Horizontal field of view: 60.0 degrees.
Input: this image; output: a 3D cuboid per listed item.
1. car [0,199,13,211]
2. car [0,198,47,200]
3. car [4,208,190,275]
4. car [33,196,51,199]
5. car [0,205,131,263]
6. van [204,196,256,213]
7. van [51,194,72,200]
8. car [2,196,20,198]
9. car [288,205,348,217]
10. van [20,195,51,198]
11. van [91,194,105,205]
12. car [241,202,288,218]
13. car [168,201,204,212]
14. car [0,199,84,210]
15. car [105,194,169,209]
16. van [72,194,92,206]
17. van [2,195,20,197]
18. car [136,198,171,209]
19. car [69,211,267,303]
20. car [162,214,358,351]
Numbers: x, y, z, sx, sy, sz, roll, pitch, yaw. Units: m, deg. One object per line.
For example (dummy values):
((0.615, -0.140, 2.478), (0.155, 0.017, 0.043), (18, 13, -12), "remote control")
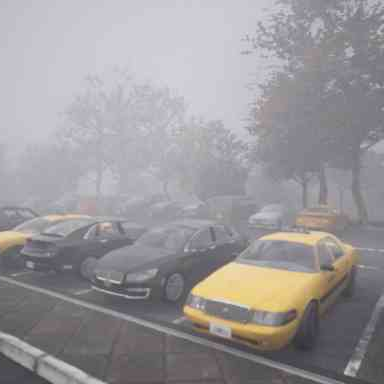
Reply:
((-26.368, 1.668, 43.187), (2.097, 1.535, 5.008), (-1, -1, 36), "car")
((-9.254, 1.331, 14.795), (2.185, 1.767, 4.553), (0, 0, 36), "car")
((-2.471, 1.480, 9.963), (2.231, 1.521, 4.892), (0, 0, 36), "car")
((-12.752, 1.444, 33.440), (2.097, 1.535, 5.008), (-1, -1, 36), "car")
((-4.831, 1.468, 11.435), (1.946, 1.575, 5.366), (0, 0, 36), "car")
((2.956, 1.244, 22.318), (1.878, 1.987, 4.442), (0, 0, 36), "van")
((-10.695, 1.199, 31.816), (1.878, 1.987, 4.442), (0, 0, 36), "van")
((-17.364, 1.516, 36.512), (1.946, 1.575, 5.366), (-1, -1, 36), "car")
((7.489, 1.485, 18.918), (2.097, 1.535, 5.008), (0, 0, 36), "car")
((-15.077, 1.256, 34.956), (1.878, 1.987, 4.442), (-1, -1, 36), "van")
((-6.050, 1.214, 28.773), (1.878, 1.987, 4.442), (0, 0, 36), "van")
((5.141, 1.517, 20.611), (2.002, 1.452, 4.674), (0, 0, 36), "car")
((0.737, 1.503, 23.762), (2.002, 1.452, 4.674), (0, 0, 36), "car")
((-6.998, 1.338, 13.178), (2.185, 1.767, 4.553), (0, 0, 36), "car")
((-3.882, 1.196, 27.041), (2.435, 2.045, 5.566), (0, 0, 36), "car")
((-8.200, 1.207, 30.314), (1.878, 1.987, 4.442), (0, 0, 36), "van")
((-19.443, 1.330, 38.373), (1.878, 1.987, 4.442), (-1, -1, 36), "van")
((-1.517, 1.455, 25.373), (2.097, 1.535, 5.008), (0, 0, 36), "car")
((-0.207, 1.487, 8.356), (2.231, 1.521, 4.892), (0, 0, 36), "car")
((1.938, 1.491, 6.583), (1.946, 1.575, 5.366), (0, 0, 36), "car")
